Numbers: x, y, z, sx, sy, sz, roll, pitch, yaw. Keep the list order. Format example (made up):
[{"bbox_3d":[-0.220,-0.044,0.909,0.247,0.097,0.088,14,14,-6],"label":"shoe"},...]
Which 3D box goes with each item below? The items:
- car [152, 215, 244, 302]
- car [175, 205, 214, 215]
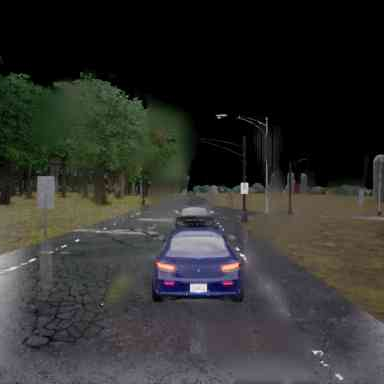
[{"bbox_3d":[0.120,1.516,8.132,1.812,1.442,4.674,0,0,0],"label":"car"},{"bbox_3d":[0.134,1.431,17.411,1.882,1.535,5.008,0,0,0],"label":"car"}]
